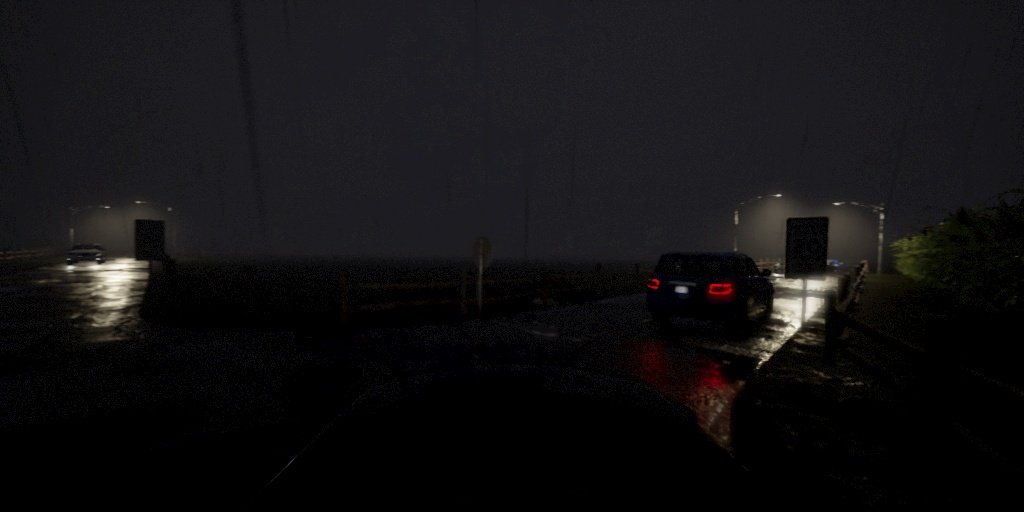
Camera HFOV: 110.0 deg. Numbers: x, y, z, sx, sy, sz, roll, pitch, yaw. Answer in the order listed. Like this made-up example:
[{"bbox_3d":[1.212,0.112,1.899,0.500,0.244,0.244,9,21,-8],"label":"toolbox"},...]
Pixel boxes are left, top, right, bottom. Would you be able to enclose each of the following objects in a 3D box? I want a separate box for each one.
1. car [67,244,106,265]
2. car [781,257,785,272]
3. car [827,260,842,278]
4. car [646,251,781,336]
[{"bbox_3d":[-42.251,-0.213,35.706,2.150,2.045,5.566,0,2,-45],"label":"car"},{"bbox_3d":[28.975,0.900,37.387,4.553,1.767,2.097,0,2,-45],"label":"car"},{"bbox_3d":[28.105,1.130,32.568,4.902,1.511,2.128,0,2,-45],"label":"car"},{"bbox_3d":[5.999,0.904,10.578,5.566,2.045,2.150,0,2,-45],"label":"car"}]
